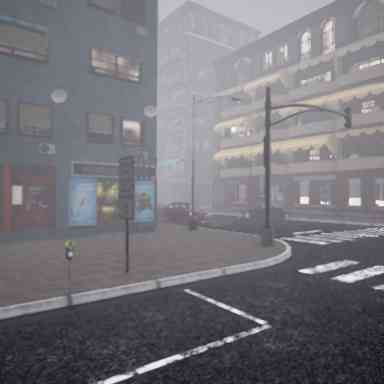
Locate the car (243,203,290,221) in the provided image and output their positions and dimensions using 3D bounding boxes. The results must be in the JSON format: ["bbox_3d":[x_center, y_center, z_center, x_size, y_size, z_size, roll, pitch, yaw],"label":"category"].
[{"bbox_3d":[6.212,1.626,28.193,2.008,1.369,4.403,0,0,-36],"label":"car"}]

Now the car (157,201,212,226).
[{"bbox_3d":[-0.391,1.460,23.434,1.967,1.590,4.097,0,0,-36],"label":"car"}]

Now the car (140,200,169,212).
[{"bbox_3d":[-4.999,1.763,43.524,1.947,1.339,4.313,0,0,-36],"label":"car"}]
